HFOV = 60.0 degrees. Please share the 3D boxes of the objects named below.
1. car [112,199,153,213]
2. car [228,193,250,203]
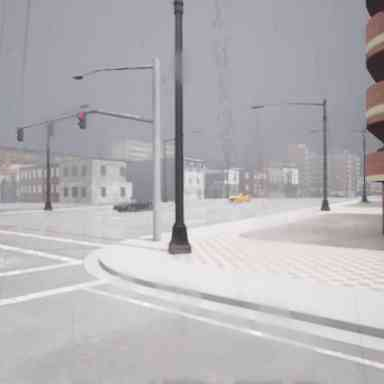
[{"bbox_3d":[-6.044,1.429,36.096,2.033,1.411,5.357,0,1,37],"label":"car"},{"bbox_3d":[7.741,0.953,54.455,1.882,1.535,5.008,0,1,37],"label":"car"}]
